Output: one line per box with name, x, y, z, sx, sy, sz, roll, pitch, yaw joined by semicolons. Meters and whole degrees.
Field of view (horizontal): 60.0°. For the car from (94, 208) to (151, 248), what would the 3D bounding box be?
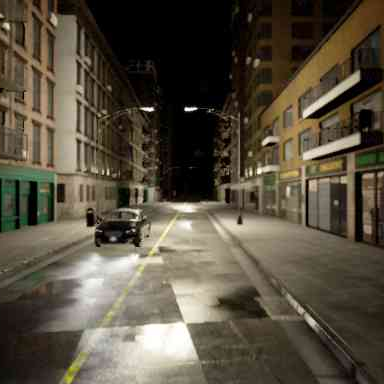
car;-2.995;1.515;15.091;2.128;1.511;4.902;0;0;0
